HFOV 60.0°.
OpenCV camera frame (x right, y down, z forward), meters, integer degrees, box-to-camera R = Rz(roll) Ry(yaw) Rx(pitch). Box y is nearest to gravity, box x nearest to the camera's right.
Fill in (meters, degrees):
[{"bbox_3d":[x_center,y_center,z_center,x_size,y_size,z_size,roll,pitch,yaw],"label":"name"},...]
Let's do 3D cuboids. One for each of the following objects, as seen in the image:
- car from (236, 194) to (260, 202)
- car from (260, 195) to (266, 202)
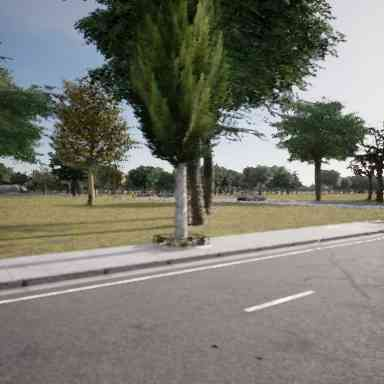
[{"bbox_3d":[11.925,1.241,73.046,2.097,1.767,4.553,0,0,-36],"label":"car"},{"bbox_3d":[14.552,1.246,74.959,2.097,1.767,4.553,0,0,-36],"label":"car"}]
